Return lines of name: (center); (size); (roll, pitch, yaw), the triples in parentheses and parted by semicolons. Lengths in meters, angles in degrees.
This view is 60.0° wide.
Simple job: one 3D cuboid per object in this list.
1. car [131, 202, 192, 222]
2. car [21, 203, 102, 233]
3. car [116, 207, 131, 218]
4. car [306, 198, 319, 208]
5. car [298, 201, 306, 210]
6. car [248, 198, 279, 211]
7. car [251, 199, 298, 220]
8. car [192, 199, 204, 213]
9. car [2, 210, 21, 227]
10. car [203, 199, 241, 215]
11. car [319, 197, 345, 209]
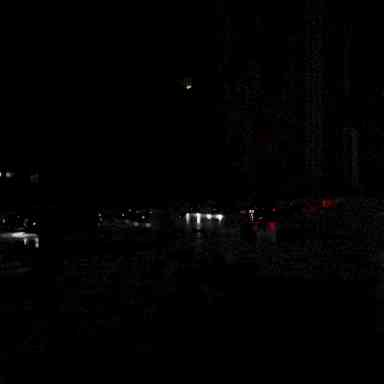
car: (-2.389, 1.616, 26.952); (1.895, 1.301, 4.718); (0, 0, 36)
car: (-7.486, 1.568, 19.854); (1.994, 1.385, 4.181); (0, 0, 36)
car: (-4.473, 1.611, 29.618); (1.895, 1.301, 4.718); (0, 0, 36)
car: (18.327, 1.592, 50.048); (1.812, 1.442, 4.674); (0, 0, 36)
car: (12.341, 1.577, 41.633); (1.812, 1.442, 4.674); (0, 0, 36)
car: (9.333, 1.535, 43.193); (2.128, 1.511, 4.902); (0, 0, 36)
car: (7.148, 1.392, 28.743); (2.097, 1.767, 4.553); (0, 0, 36)
car: (1.336, 1.549, 37.700); (1.812, 1.442, 4.674); (0, 0, 36)
car: (-9.878, 1.489, 22.096); (2.128, 1.511, 4.902); (0, 0, 36)
car: (3.463, 1.593, 35.079); (1.994, 1.385, 4.181); (0, 0, 36)
car: (19.706, 1.421, 46.250); (2.097, 1.767, 4.553); (0, 0, 36)
